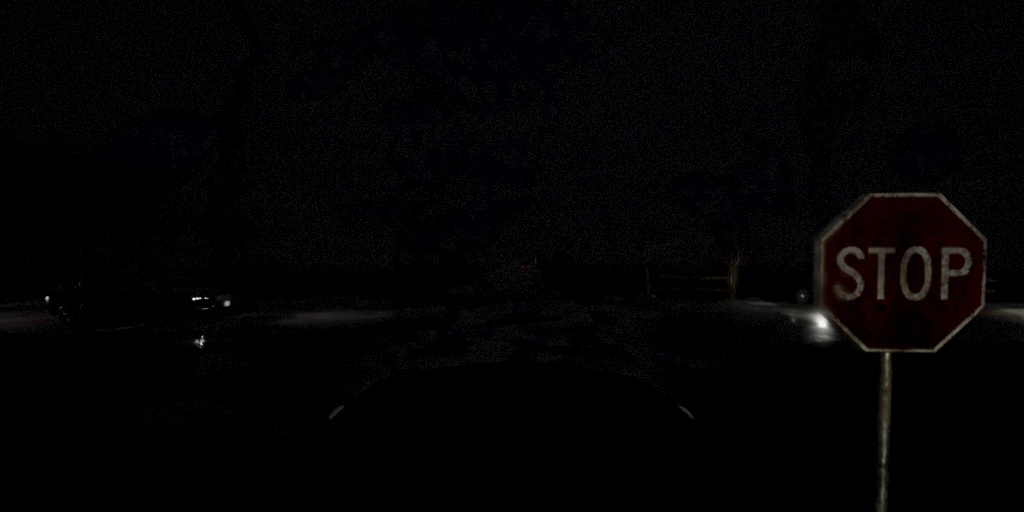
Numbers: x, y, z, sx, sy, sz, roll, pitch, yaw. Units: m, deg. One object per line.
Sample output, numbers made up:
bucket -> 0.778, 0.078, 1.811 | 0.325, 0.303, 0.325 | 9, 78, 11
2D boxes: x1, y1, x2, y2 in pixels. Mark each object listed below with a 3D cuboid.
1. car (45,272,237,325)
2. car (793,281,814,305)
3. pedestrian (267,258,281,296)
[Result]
car -> -11.716, 1.286, 11.550 | 4.902, 1.511, 2.128 | 0, 2, -2
car -> 13.353, 1.245, 13.477 | 4.674, 1.442, 1.812 | 0, 2, 3
pedestrian -> -11.537, 0.973, 17.284 | 0.375, 1.860, 0.375 | 0, 2, 2
